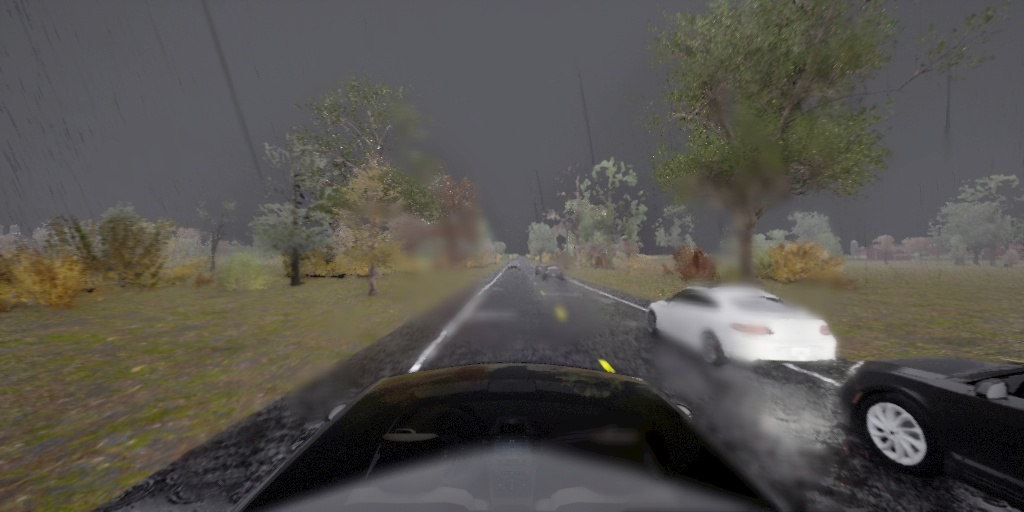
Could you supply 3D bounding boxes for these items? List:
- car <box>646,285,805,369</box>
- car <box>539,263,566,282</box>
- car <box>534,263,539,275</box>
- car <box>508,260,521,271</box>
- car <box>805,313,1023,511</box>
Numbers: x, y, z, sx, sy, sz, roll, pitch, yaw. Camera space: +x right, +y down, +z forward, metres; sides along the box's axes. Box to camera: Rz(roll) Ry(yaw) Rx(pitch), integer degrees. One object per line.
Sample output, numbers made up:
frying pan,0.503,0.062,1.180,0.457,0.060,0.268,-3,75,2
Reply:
car,4.572,1.363,7.953,1.812,1.442,4.674,0,0,0
car,3.729,1.536,32.716,1.812,1.442,4.674,0,0,1
car,3.761,1.577,44.000,2.128,1.511,4.902,0,0,1
car,0.341,1.507,59.819,2.097,1.767,4.553,0,0,0
car,4.535,1.295,1.952,1.837,1.490,4.892,0,0,0
